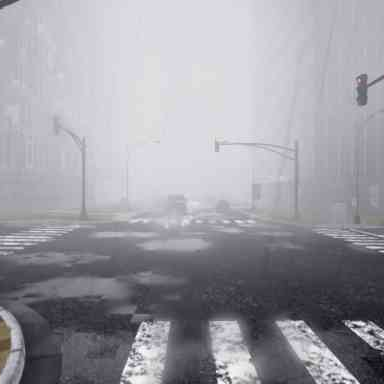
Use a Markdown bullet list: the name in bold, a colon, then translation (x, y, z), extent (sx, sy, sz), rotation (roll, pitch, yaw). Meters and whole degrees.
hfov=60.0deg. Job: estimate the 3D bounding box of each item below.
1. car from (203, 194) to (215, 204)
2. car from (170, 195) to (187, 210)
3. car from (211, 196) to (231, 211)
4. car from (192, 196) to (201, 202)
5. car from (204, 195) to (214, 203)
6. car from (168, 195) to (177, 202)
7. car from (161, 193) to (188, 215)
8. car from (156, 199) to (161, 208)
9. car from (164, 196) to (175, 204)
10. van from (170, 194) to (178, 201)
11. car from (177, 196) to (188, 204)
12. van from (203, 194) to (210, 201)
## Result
- **car**: translation (3.590, 1.313, 63.904), extent (2.192, 1.841, 5.009), rotation (0, 0, 0)
- **car**: translation (-1.676, 1.365, 43.829), extent (2.097, 1.767, 4.553), rotation (0, 0, 0)
- **car**: translation (3.800, 1.579, 41.796), extent (1.947, 1.339, 4.313), rotation (0, 0, 0)
- **car**: translation (0.962, 1.512, 73.077), extent (1.812, 1.442, 4.674), rotation (0, 0, 0)
- **car**: translation (3.550, 1.432, 69.433), extent (1.967, 1.590, 4.097), rotation (0, 0, 0)
- **car**: translation (-4.371, 1.426, 74.903), extent (1.967, 1.590, 4.097), rotation (0, 0, 0)
- **car**: translation (-1.604, 1.238, 33.890), extent (2.150, 2.045, 5.566), rotation (0, 0, 0)
- **car**: translation (-4.170, 1.592, 47.265), extent (1.802, 1.307, 4.206), rotation (0, 0, 0)
- **car**: translation (-4.290, 1.564, 63.848), extent (1.947, 1.339, 4.313), rotation (0, 0, 0)
- **van**: translation (-4.411, 1.321, 80.430), extent (1.690, 1.788, 3.998), rotation (0, 0, 0)
- **car**: translation (-1.760, 1.546, 63.436), extent (2.033, 1.411, 5.357), rotation (0, 0, 0)
- **van**: translation (3.469, 1.321, 80.487), extent (1.690, 1.788, 3.998), rotation (0, 0, 0)
